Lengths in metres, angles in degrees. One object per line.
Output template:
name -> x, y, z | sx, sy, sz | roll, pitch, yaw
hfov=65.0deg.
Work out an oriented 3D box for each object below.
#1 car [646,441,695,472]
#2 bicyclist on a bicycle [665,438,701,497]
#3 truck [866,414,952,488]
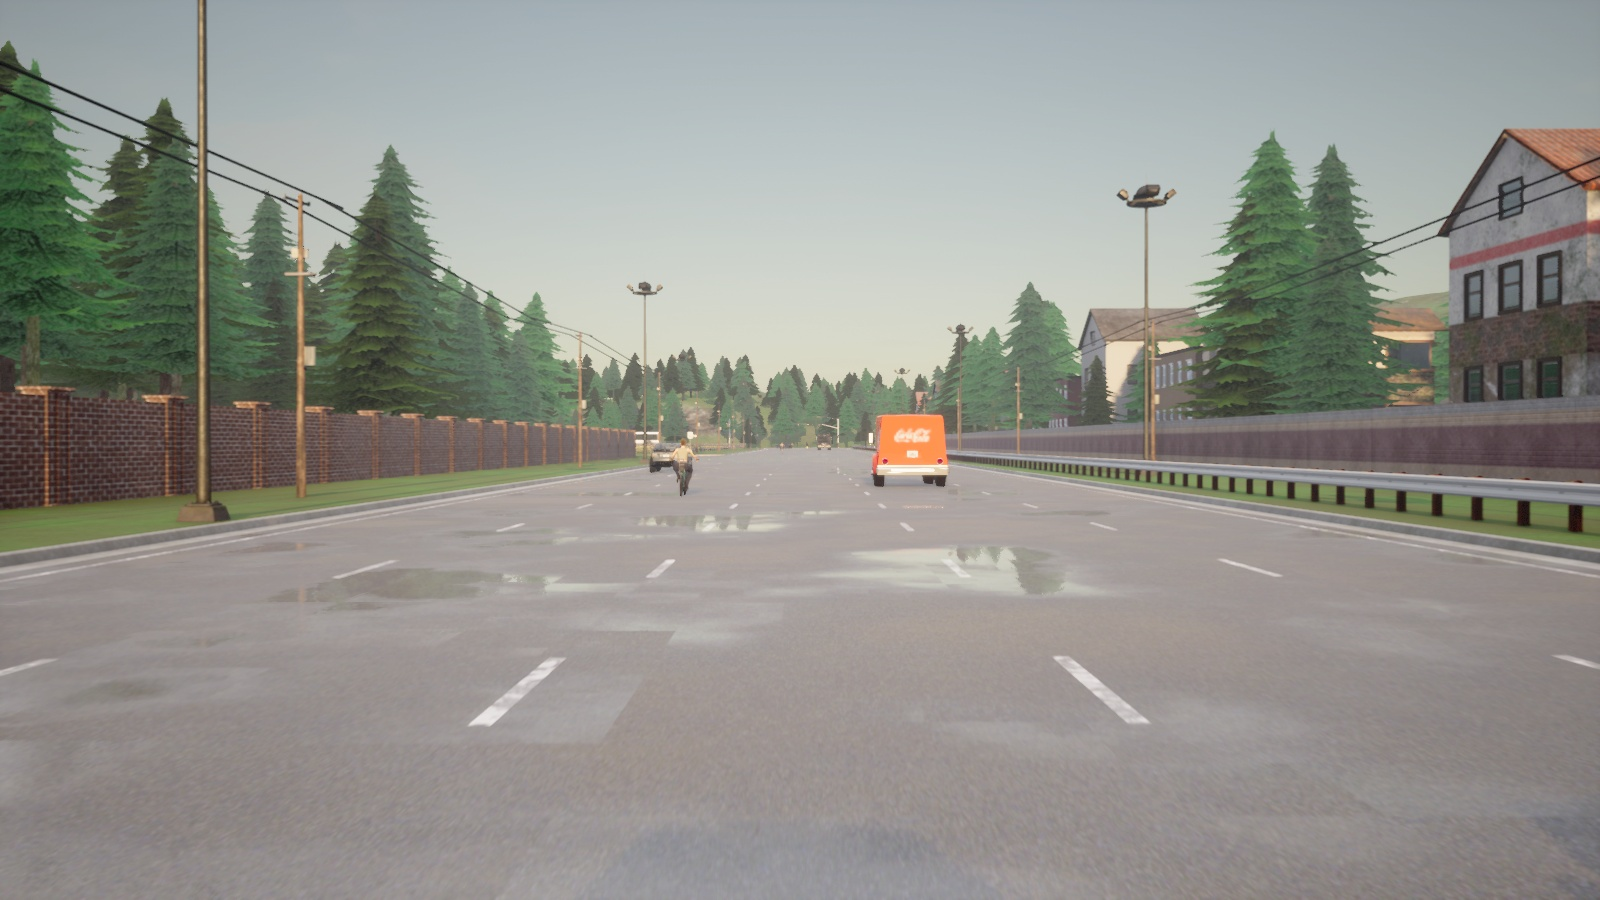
car -> -6.617, 0.325, 64.422 | 2.007, 1.525, 4.514 | 0, 0, 0
bicyclist on a bicycle -> -3.287, 0.480, 35.464 | 0.866, 1.612, 1.509 | 0, 0, 1
truck -> 3.769, 0.013, 44.400 | 2.627, 2.467, 5.204 | 0, 0, 0
